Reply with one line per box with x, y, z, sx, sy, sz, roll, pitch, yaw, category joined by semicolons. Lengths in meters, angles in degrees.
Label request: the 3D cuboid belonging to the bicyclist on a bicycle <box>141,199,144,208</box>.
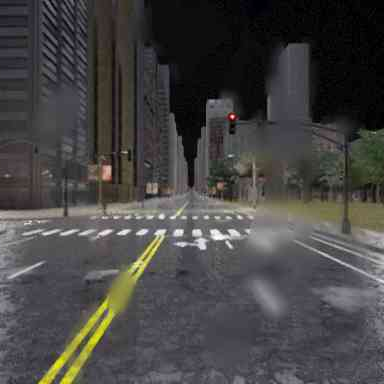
-8.748;2.013;58.965;0.582;1.620;1.656;0;-1;0;bicyclist on a bicycle

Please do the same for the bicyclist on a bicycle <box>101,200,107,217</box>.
-8.748;1.638;33.074;0.582;1.620;1.656;0;0;0;bicyclist on a bicycle
